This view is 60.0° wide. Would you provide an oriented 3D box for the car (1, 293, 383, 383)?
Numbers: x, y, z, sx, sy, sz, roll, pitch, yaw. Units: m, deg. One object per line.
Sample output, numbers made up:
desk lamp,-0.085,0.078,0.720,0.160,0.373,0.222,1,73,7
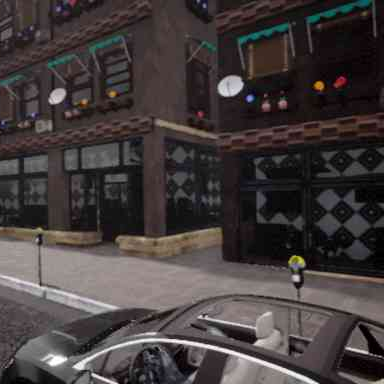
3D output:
car,0.263,1.534,2.561,4.403,1.369,2.008,0,-1,34
